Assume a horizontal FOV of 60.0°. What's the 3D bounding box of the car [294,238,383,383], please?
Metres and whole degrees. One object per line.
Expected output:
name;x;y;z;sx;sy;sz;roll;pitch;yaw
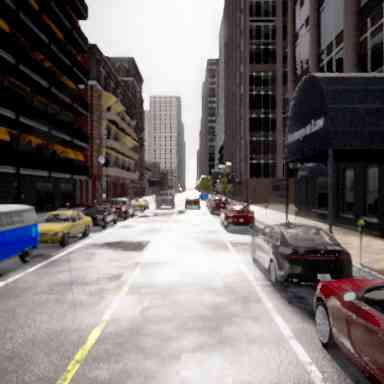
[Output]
car;2.688;1.518;3.309;1.887;1.381;4.507;0;0;0

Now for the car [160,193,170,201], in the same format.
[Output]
car;-5.737;1.045;71.095;1.752;1.417;4.829;0;0;0

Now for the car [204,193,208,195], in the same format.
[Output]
car;2.661;1.208;43.121;1.752;1.417;4.829;0;0;0

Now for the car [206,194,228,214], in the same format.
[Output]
car;2.669;1.196;31.627;1.967;1.590;4.097;0;0;0

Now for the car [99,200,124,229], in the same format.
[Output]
car;-5.703;1.407;20.296;1.947;1.339;4.313;0;0;0

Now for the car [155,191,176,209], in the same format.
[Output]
car;-3.120;0.924;39.702;2.150;2.045;5.566;0;0;0

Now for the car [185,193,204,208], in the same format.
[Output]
car;0.072;1.184;41.617;2.128;1.511;4.902;0;0;0

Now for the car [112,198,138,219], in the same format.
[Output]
car;-5.707;1.238;25.956;1.967;1.590;4.097;0;0;0

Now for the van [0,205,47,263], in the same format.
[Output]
van;-5.696;1.270;8.966;1.690;1.788;3.998;0;0;0

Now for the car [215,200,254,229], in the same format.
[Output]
car;2.677;1.386;20.301;1.887;1.381;4.507;0;0;0

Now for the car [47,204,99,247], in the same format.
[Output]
car;-5.700;1.412;14.461;1.752;1.417;4.829;0;0;0

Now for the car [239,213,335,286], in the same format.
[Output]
car;2.685;1.480;8.973;2.008;1.369;4.403;0;0;0

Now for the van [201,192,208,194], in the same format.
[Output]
van;2.642;0.859;71.269;1.690;1.788;3.998;0;0;0

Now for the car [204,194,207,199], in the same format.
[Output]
car;2.665;1.264;37.289;1.887;1.381;4.507;0;0;0

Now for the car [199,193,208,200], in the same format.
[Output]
car;2.638;1.011;77.104;1.752;1.417;4.829;0;0;0

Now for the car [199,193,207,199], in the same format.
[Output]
car;2.635;1.039;82.597;1.802;1.307;4.206;0;0;0

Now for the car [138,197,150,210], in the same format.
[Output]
car;-5.714;1.246;37.113;1.752;1.417;4.829;0;0;0
